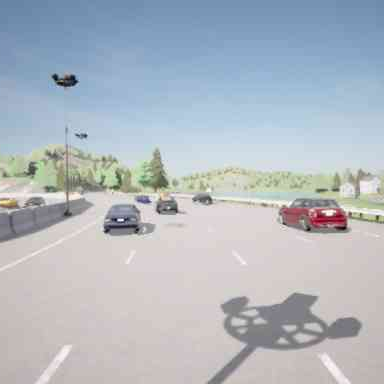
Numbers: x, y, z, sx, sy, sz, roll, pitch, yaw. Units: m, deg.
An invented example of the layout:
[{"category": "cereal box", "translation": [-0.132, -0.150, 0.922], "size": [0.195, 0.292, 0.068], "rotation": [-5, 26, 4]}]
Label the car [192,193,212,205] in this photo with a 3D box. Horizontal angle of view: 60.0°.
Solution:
[{"category": "car", "translation": [1.376, 0.956, 46.264], "size": [1.837, 1.490, 4.892], "rotation": [0, 0, -16]}]

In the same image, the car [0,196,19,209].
[{"category": "car", "translation": [-22.981, 1.320, 41.297], "size": [1.882, 1.535, 5.008], "rotation": [-1, 1, -15]}]

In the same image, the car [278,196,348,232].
[{"category": "car", "translation": [6.317, 1.058, 17.973], "size": [2.097, 1.767, 4.553], "rotation": [-1, 1, -6]}]

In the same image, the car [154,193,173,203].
[{"category": "car", "translation": [-4.766, 0.915, 54.834], "size": [1.882, 1.535, 5.008], "rotation": [0, 0, -19]}]

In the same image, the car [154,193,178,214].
[{"category": "car", "translation": [-2.491, 1.167, 31.231], "size": [2.128, 1.511, 4.902], "rotation": [-1, 1, -11]}]

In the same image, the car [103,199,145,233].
[{"category": "car", "translation": [-3.840, 1.385, 18.646], "size": [2.033, 1.411, 5.357], "rotation": [-1, 1, -8]}]

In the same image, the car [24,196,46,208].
[{"category": "car", "translation": [-19.335, 1.298, 41.201], "size": [1.837, 1.490, 4.892], "rotation": [-1, 1, -14]}]

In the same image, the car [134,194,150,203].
[{"category": "car", "translation": [-8.160, 1.060, 53.775], "size": [1.994, 1.385, 4.181], "rotation": [-1, 1, -19]}]
